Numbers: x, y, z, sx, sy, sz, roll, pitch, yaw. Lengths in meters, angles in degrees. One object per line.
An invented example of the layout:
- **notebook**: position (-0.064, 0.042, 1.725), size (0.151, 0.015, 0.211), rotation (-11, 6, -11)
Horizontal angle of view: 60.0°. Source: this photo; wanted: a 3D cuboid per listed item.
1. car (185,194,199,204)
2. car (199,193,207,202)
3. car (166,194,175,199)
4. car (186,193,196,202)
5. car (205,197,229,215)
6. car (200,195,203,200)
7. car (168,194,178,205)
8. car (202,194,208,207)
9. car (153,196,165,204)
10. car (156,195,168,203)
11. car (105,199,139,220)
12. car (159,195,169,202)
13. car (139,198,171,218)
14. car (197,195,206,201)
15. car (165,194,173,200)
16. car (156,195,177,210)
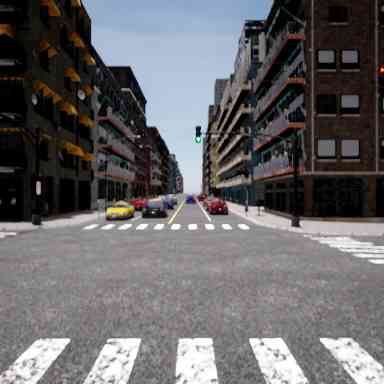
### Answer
- **car**: position (-0.224, 1.386, 59.032), size (1.812, 1.442, 4.674), rotation (0, 0, 0)
- **car**: position (2.429, 1.148, 71.447), size (2.192, 1.841, 5.009), rotation (1, 0, 0)
- **car**: position (-6.039, 1.339, 93.521), size (2.008, 1.369, 4.403), rotation (1, 0, 0)
- **car**: position (-0.262, 1.191, 69.008), size (2.097, 1.767, 4.553), rotation (0, 0, 0)
- **car**: position (2.574, 1.465, 32.782), size (1.887, 1.381, 4.507), rotation (1, 0, 0)
- **car**: position (2.510, 1.464, 49.353), size (1.802, 1.307, 4.206), rotation (1, 0, 0)
- **car**: position (-3.275, 1.365, 52.625), size (2.128, 1.511, 4.902), rotation (0, 0, 0)
- **car**: position (2.554, 1.348, 38.306), size (1.967, 1.590, 4.097), rotation (1, 0, 0)
- **car**: position (-5.912, 1.383, 60.212), size (1.752, 1.417, 4.829), rotation (1, 0, 0)
- **car**: position (-5.934, 1.396, 65.905), size (2.008, 1.369, 4.403), rotation (1, 0, 0)
- **car**: position (-5.785, 1.460, 27.071), size (1.752, 1.417, 4.829), rotation (1, 0, 0)
- **car**: position (-5.955, 1.378, 71.428), size (1.887, 1.381, 4.507), rotation (1, 0, 0)
- **car**: position (-3.201, 1.493, 29.225), size (1.994, 1.385, 4.181), rotation (0, 0, 0)
- **car**: position (2.384, 1.376, 82.493), size (1.947, 1.339, 4.313), rotation (1, 0, 0)
- **car**: position (-6.017, 1.325, 87.827), size (1.752, 1.417, 4.829), rotation (1, 0, 0)
- **car**: position (-3.237, 1.466, 40.839), size (1.994, 1.385, 4.181), rotation (0, 0, 0)
